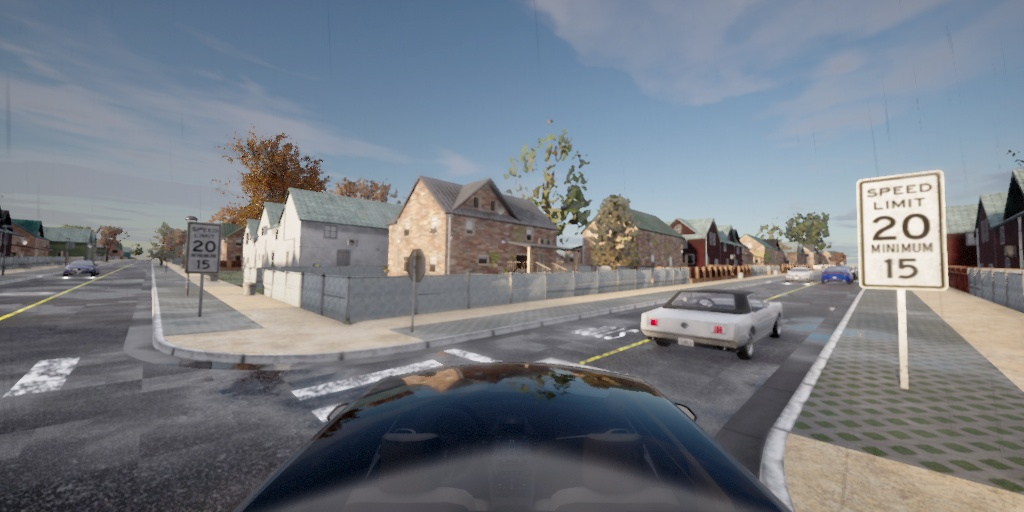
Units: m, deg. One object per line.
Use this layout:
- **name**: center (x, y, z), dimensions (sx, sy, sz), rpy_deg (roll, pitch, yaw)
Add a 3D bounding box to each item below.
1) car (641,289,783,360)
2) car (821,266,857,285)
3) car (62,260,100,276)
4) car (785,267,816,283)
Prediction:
- **car**: center (5.026, 1.435, 8.633), dimensions (4.718, 1.301, 1.895), rpy_deg (1, -2, -44)
- **car**: center (28.919, 1.694, 31.858), dimensions (5.008, 1.535, 1.882), rpy_deg (1, -2, -44)
- **car**: center (-40.001, 1.120, 33.410), dimensions (4.674, 1.442, 1.812), rpy_deg (0, -3, 45)
- **car**: center (28.328, 1.827, 35.205), dimensions (4.674, 1.442, 1.812), rpy_deg (1, -2, -44)
